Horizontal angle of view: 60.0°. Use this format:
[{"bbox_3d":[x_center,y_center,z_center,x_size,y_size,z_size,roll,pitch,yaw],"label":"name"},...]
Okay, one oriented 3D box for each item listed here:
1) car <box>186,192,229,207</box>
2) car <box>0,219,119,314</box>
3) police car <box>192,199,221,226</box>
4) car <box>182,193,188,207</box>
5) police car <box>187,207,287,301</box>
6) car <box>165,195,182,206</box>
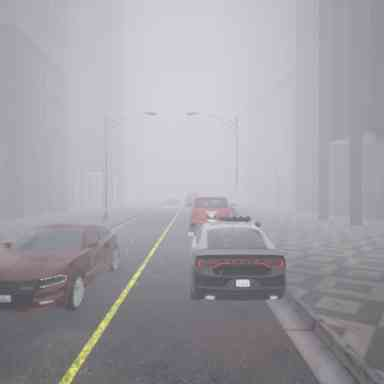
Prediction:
[{"bbox_3d":[0.932,1.205,18.434,2.150,2.045,5.566,0,0,0],"label":"car"},{"bbox_3d":[-3.087,1.473,7.950,1.882,1.535,5.008,0,0,0],"label":"car"},{"bbox_3d":[0.944,1.392,24.515,1.930,1.638,5.238,0,0,0],"label":"police car"},{"bbox_3d":[0.122,1.124,48.286,2.150,2.045,5.566,0,0,1],"label":"car"},{"bbox_3d":[0.914,1.420,8.516,1.930,1.638,5.238,0,0,0],"label":"police car"},{"bbox_3d":[-2.996,1.457,51.624,1.994,1.385,4.181,0,0,0],"label":"car"}]
